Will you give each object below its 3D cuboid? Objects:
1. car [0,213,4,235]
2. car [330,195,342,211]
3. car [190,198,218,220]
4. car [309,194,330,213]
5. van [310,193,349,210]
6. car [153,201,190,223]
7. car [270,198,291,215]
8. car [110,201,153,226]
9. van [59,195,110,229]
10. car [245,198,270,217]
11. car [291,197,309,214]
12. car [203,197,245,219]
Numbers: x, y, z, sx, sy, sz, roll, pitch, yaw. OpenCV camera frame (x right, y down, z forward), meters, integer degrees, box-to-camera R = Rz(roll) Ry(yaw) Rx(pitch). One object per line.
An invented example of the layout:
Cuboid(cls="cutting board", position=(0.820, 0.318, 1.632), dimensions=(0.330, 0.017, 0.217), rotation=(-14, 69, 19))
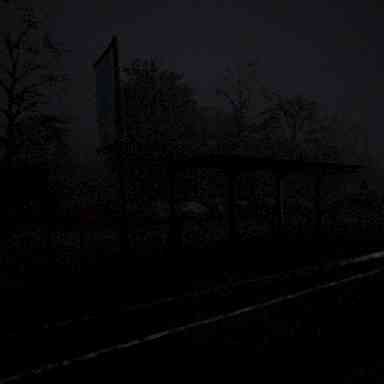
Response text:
Cuboid(cls="car", position=(-11.680, 1.511, 18.323), dimensions=(2.163, 1.488, 4.792), rotation=(0, 0, -36))
Cuboid(cls="car", position=(13.123, 1.340, 36.124), dimensions=(2.163, 1.488, 4.792), rotation=(0, 0, -36))
Cuboid(cls="car", position=(-0.406, 1.440, 26.415), dimensions=(2.002, 1.452, 4.674), rotation=(0, 0, -36))
Cuboid(cls="car", position=(10.988, 1.322, 34.333), dimensions=(1.946, 1.575, 5.366), rotation=(0, 0, -36))
Cuboid(cls="van", position=(15.463, 1.070, 37.617), dimensions=(1.878, 1.987, 4.442), rotation=(0, 0, -36))
Cuboid(cls="car", position=(-2.663, 1.416, 24.798), dimensions=(2.097, 1.535, 5.008), rotation=(0, 0, -36))
Cuboid(cls="car", position=(6.370, 1.355, 31.253), dimensions=(2.231, 1.521, 4.892), rotation=(0, 0, -36))
Cuboid(cls="car", position=(-4.923, 1.472, 23.185), dimensions=(2.002, 1.452, 4.674), rotation=(0, 0, -36))
Cuboid(cls="van", position=(-7.251, 1.222, 21.668), dimensions=(1.878, 1.987, 4.442), rotation=(0, 0, -36))
Cuboid(cls="car", position=(4.105, 1.369, 29.649), dimensions=(2.097, 1.535, 5.008), rotation=(0, 0, -36))
Cuboid(cls="car", position=(8.606, 1.369, 32.895), dimensions=(2.163, 1.488, 4.792), rotation=(0, 0, -36))
Cuboid(cls="car", position=(1.831, 1.259, 28.055), dimensions=(2.185, 1.767, 4.553), rotation=(0, 0, -36))
